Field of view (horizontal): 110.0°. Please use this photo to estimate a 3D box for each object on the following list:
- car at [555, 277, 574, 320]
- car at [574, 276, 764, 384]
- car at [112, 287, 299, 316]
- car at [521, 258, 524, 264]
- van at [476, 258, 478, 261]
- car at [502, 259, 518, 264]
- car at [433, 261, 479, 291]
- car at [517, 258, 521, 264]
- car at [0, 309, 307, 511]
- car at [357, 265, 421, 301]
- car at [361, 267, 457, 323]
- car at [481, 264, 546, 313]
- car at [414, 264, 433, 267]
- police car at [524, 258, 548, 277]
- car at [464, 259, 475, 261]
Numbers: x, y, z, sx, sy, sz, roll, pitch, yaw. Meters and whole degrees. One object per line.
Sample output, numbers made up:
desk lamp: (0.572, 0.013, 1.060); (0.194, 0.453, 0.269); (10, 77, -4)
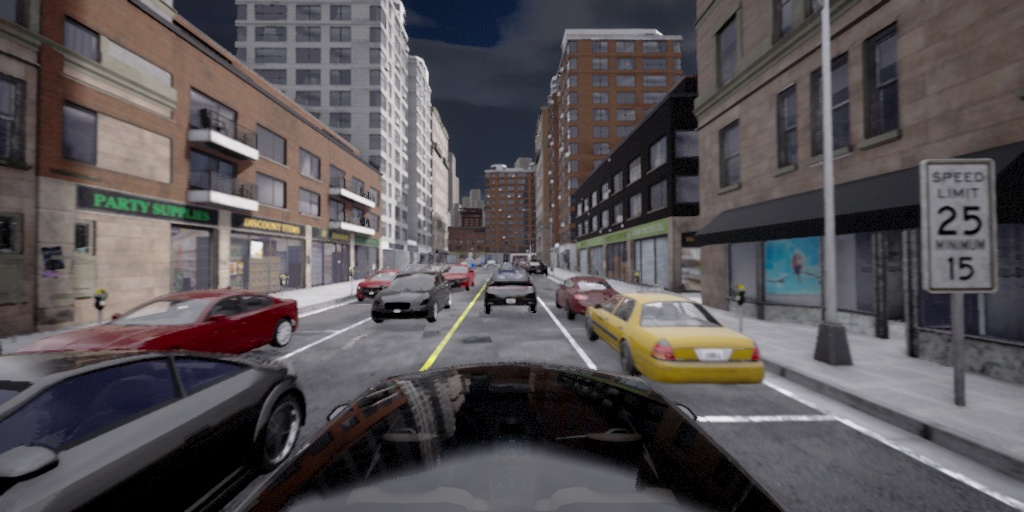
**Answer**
car: (2.521, 1.333, 12.345); (1.802, 1.307, 4.207); (0, 0, -1)
car: (2.609, 1.267, 7.034); (1.751, 1.417, 4.829); (0, 0, -1)
car: (-5.912, 1.337, 6.731); (1.888, 1.381, 4.507); (0, 0, -1)
car: (2.465, 1.320, 43.928); (1.882, 1.535, 5.008); (0, 0, -1)
van: (-6.728, 1.292, 56.059); (1.690, 1.789, 3.998); (0, 0, -1)
car: (-0.575, 1.423, 43.594); (1.994, 1.385, 4.181); (0, 0, -1)
car: (-3.414, 1.288, 22.736); (1.882, 1.535, 5.008); (0, 0, -1)
car: (1.796, 1.451, 56.197); (2.007, 1.370, 4.403); (0, 0, -1)
car: (-3.083, 1.334, 1.998); (1.994, 1.385, 4.181); (0, 0, -1)
car: (-6.094, 1.358, 17.692); (1.888, 1.381, 4.507); (0, 0, -1)
car: (-3.252, 1.291, 12.435); (1.837, 1.490, 4.892); (0, 0, -1)
car: (-0.079, 1.261, 14.133); (2.128, 1.511, 4.902); (0, 0, -1)
car: (-6.184, 1.267, 23.173); (1.967, 1.591, 4.097); (0, 0, -1)
police car: (2.573, 1.241, 37.038); (1.930, 1.638, 5.238); (0, 0, -1)
car: (-6.635, 1.450, 50.407); (1.751, 1.417, 4.829); (0, 0, -1)
